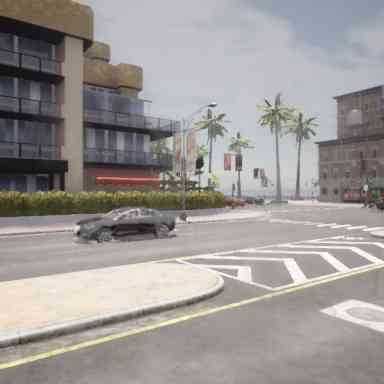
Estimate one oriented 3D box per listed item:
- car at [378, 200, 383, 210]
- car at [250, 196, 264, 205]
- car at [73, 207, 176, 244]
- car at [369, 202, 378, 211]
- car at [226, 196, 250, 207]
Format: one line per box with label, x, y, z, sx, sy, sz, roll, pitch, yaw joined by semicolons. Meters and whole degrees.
car;16.659;1.489;24.233;4.902;1.511;2.128;0;0;-11
car;10.310;1.502;57.759;1.837;1.490;4.892;0;0;-35
car;-3.078;1.491;15.908;4.902;1.511;2.128;0;0;-35
car;23.398;1.502;39.014;1.837;1.490;4.892;0;0;-35
car;6.106;1.475;51.220;1.882;1.535;5.008;0;0;-35
